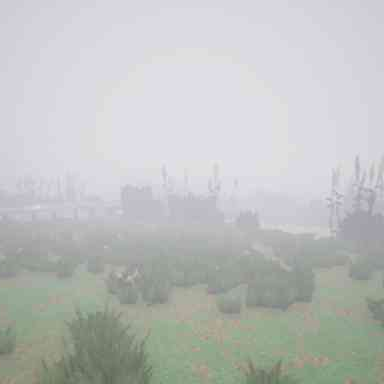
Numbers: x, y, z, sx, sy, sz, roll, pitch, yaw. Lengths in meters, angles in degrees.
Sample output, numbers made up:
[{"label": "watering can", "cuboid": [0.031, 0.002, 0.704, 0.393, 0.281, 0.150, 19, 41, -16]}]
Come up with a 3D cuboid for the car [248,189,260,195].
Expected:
[{"label": "car", "cuboid": [10.069, 0.679, 47.595, 2.150, 2.045, 5.566, 0, -2, 44]}]
